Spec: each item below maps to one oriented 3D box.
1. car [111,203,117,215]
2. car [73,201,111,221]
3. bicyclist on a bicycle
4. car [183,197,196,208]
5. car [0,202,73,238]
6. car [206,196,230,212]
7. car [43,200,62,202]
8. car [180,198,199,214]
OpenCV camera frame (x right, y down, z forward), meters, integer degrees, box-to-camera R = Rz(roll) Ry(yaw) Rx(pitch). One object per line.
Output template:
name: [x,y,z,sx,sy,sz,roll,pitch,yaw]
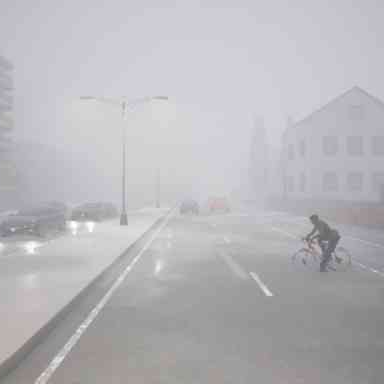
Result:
car: [-8.393,1.564,31.274,1.994,1.385,4.181,0,0,0]
car: [-8.286,1.564,27.116,1.994,1.385,4.181,0,0,-1]
bicyclist on a bicycle: [3.580,1.453,9.246,1.656,1.620,0.582,-2,0,-1]
car: [-0.427,1.525,48.219,1.812,1.442,4.674,0,0,-1]
car: [-8.282,1.505,17.769,1.837,1.490,4.892,0,0,-1]
car: [3.137,1.353,38.598,2.097,1.767,4.553,0,0,0]
car: [-11.874,1.503,27.848,1.837,1.490,4.892,0,0,0]
car: [-0.272,1.601,34.920,1.895,1.301,4.718,0,0,-1]
